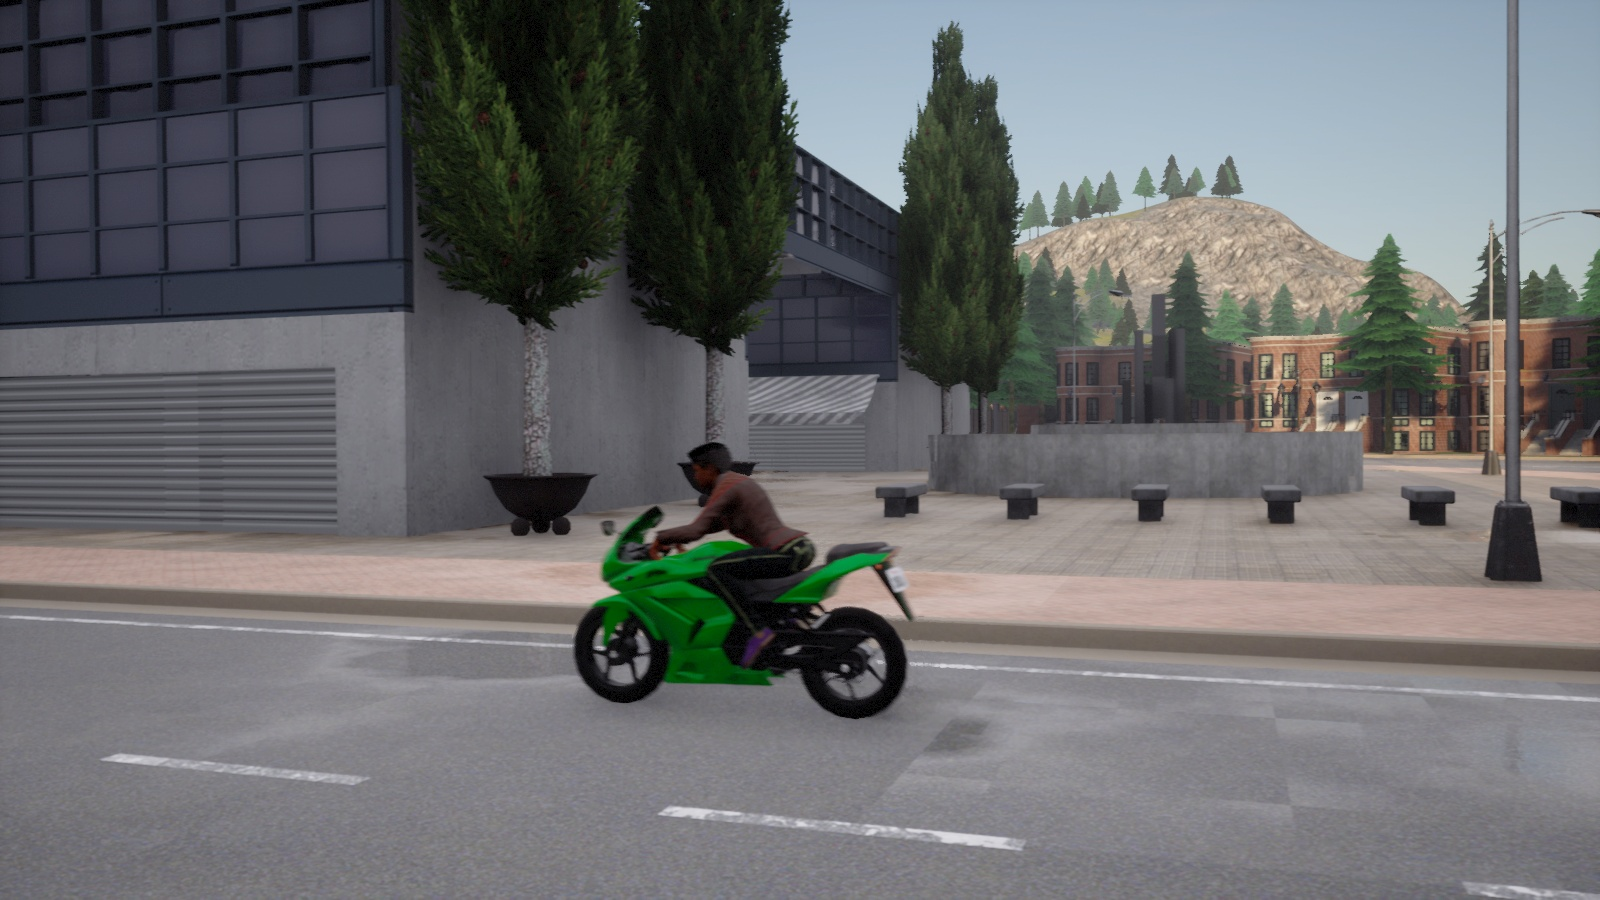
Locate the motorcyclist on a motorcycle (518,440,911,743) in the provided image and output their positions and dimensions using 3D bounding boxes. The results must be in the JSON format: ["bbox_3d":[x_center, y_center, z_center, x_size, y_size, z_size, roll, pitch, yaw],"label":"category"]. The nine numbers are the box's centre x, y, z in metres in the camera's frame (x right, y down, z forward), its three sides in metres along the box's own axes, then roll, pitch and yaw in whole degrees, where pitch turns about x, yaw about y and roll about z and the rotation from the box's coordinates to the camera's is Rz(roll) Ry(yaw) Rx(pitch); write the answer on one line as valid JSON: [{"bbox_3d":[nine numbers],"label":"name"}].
[{"bbox_3d":[-0.471,0.710,7.044,2.044,1.523,0.797,0,1,19],"label":"motorcyclist on a motorcycle"}]
